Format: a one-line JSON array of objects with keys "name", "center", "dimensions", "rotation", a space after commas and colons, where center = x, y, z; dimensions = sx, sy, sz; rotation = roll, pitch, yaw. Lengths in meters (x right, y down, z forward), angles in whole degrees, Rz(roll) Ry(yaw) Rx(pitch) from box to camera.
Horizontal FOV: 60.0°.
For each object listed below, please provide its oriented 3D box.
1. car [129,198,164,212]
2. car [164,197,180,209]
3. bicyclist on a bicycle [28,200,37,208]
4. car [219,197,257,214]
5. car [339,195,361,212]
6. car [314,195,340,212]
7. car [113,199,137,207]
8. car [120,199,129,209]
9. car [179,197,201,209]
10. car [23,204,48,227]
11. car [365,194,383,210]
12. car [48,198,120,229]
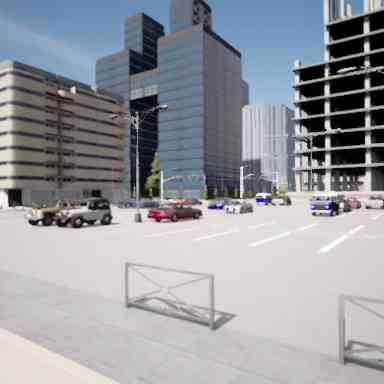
[{"name": "car", "center": [-7.125, 1.739, 52.511], "dimensions": [2.097, 1.767, 4.553], "rotation": [-1, -1, 34]}, {"name": "car", "center": [-2.769, 1.781, 65.330], "dimensions": [2.097, 1.767, 4.553], "rotation": [-1, 0, 34]}, {"name": "bicyclist on a bicycle", "center": [-15.684, 1.642, 32.792], "dimensions": [1.656, 1.620, 0.582], "rotation": [-1, -1, 34]}, {"name": "car", "center": [4.936, 1.570, 35.133], "dimensions": [1.970, 1.475, 3.806], "rotation": [-1, 0, 34]}, {"name": "car", "center": [20.565, 1.449, 42.801], "dimensions": [1.784, 1.438, 3.905], "rotation": [-1, 0, 34]}, {"name": "car", "center": [18.166, 1.512, 44.421], "dimensions": [1.970, 1.475, 3.806], "rotation": [-1, 0, 34]}, {"name": "car", "center": [-12.686, 2.027, 63.137], "dimensions": [1.812, 1.442, 4.674], "rotation": [-1, -1, 34]}, {"name": "car", "center": [-9.988, 1.918, 54.524], "dimensions": [2.128, 1.511, 4.902], "rotation": [-1, 0, 34]}, {"name": "car", "center": [0.157, 1.917, 63.405], "dimensions": [1.812, 1.442, 4.674], "rotation": [-1, 0, 34]}, {"name": "car", "center": [-9.451, 1.383, 23.836], "dimensions": [1.932, 1.855, 4.605], "rotation": [-1, 0, 34]}, {"name": "car", "center": [22.815, 1.210, 41.343], "dimensions": [1.932, 1.855, 4.605], "rotation": [-1, 0, 34]}, {"name": "car", "center": [-7.083, 1.355, 22.172], "dimensions": [1.905, 1.878, 3.866], "rotation": [-1, 0, 34]}]
